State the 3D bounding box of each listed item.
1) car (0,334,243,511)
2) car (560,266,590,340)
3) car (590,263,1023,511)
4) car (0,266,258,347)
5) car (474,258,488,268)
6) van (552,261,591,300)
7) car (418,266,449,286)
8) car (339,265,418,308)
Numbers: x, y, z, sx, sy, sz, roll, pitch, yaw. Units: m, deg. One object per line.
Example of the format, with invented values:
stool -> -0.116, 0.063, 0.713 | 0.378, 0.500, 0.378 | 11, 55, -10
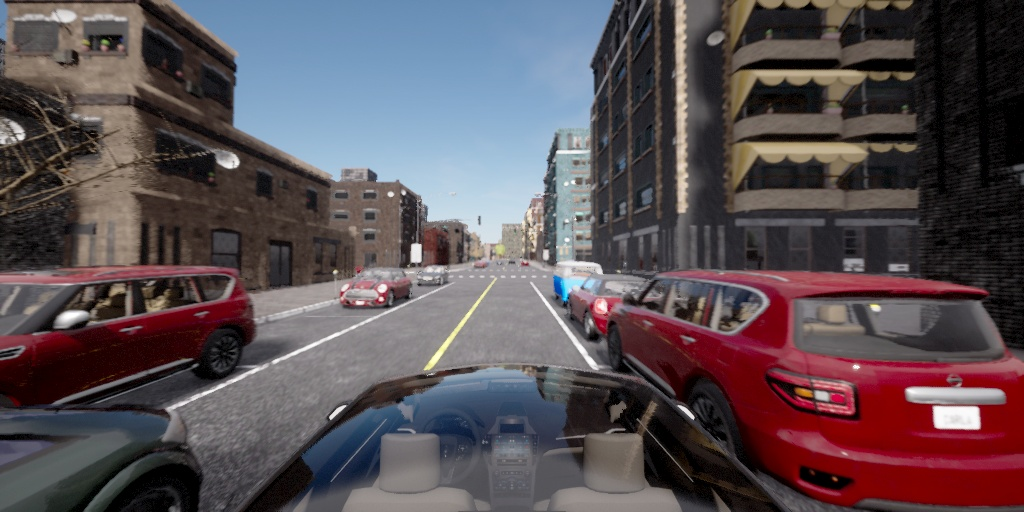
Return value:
car -> -3.100, 1.311, 0.687 | 1.994, 1.385, 4.181 | 0, 0, 0
car -> 2.691, 1.215, 9.977 | 1.967, 1.591, 4.097 | 0, 0, 0
car -> 2.691, 1.074, 4.569 | 2.192, 1.841, 5.009 | 0, 0, 0
car -> -5.690, 1.073, 4.576 | 2.192, 1.841, 5.009 | 0, 0, 0
car -> -5.770, 1.483, 64.161 | 1.888, 1.381, 4.507 | 0, 0, 0
van -> 2.691, 1.133, 15.384 | 1.690, 1.789, 3.998 | 0, 0, 0
car -> -5.692, 1.375, 26.205 | 2.007, 1.370, 4.403 | 0, 0, 0
car -> -5.690, 1.231, 15.391 | 1.967, 1.591, 4.097 | 0, 0, 0
